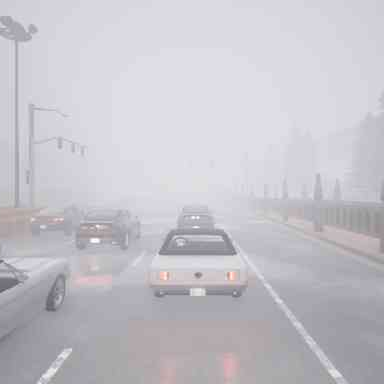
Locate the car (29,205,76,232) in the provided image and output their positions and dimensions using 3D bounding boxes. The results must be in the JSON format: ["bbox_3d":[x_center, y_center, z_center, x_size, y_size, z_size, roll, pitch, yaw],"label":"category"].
[{"bbox_3d":[-6.843,1.405,17.537,1.812,1.442,4.674,0,0,-1],"label":"car"}]

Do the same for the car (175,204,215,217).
[{"bbox_3d":[0.186,1.384,17.631,1.837,1.490,4.892,0,0,0],"label":"car"}]

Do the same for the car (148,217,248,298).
[{"bbox_3d":[0.131,1.549,8.371,1.895,1.301,4.718,0,0,0],"label":"car"}]

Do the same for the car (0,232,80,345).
[{"bbox_3d":[-3.385,1.576,4.682,1.895,1.301,4.718,0,0,0],"label":"car"}]

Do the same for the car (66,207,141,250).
[{"bbox_3d":[-3.338,1.411,13.908,1.837,1.490,4.892,0,0,0],"label":"car"}]
